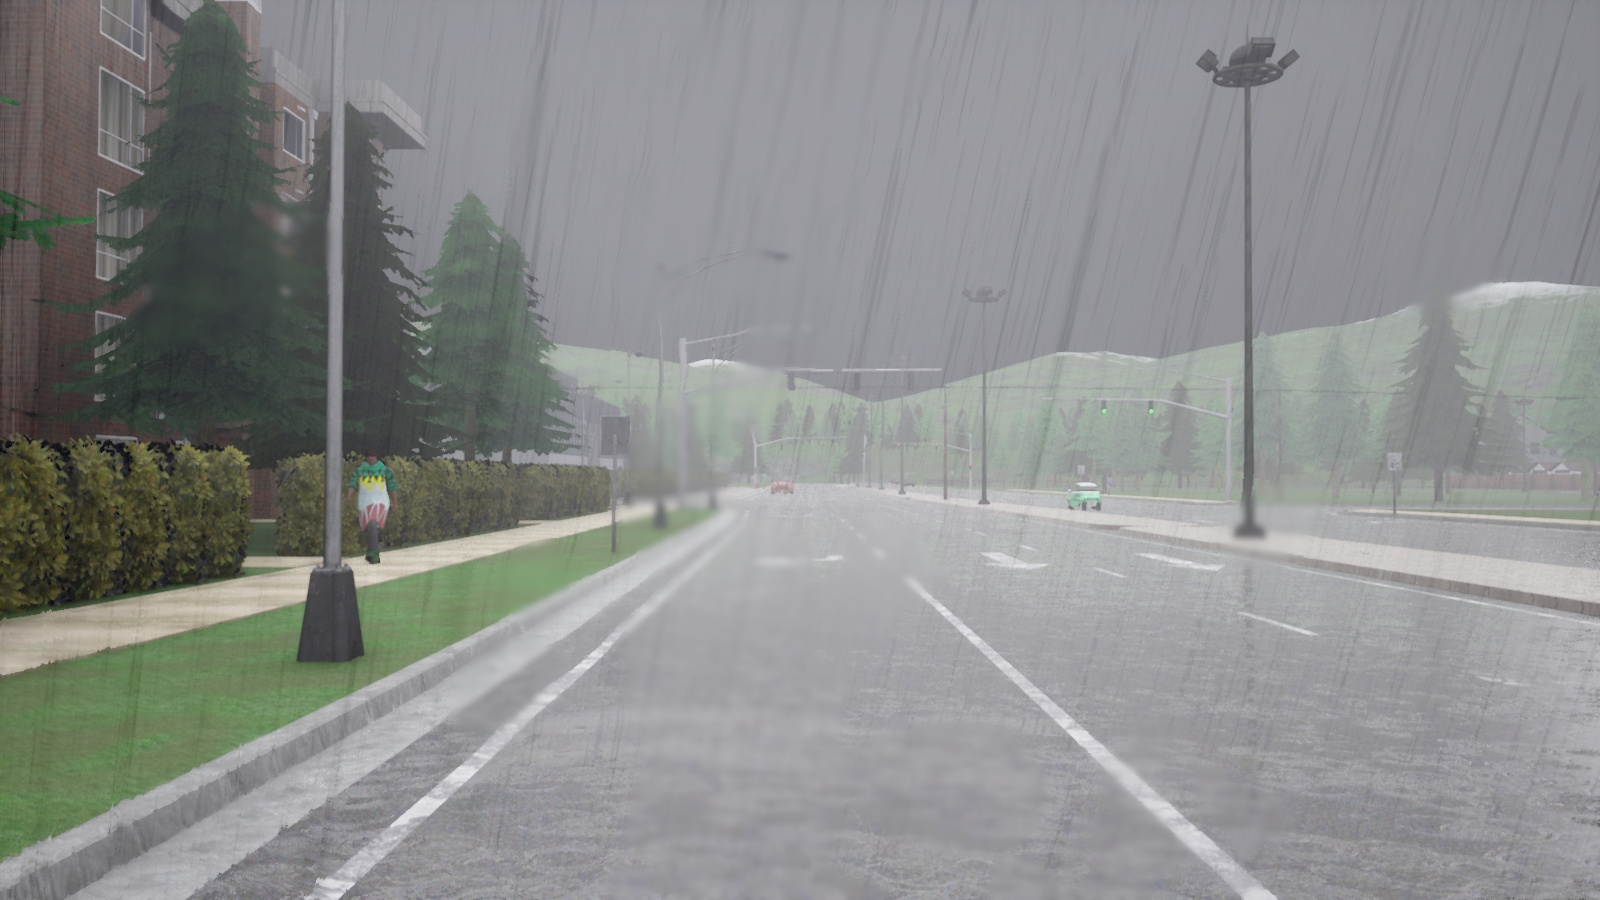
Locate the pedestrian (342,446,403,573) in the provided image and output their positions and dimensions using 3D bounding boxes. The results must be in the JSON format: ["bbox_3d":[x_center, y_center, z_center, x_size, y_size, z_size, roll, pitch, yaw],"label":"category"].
[{"bbox_3d":[-6.704,0.923,19.710,0.659,1.952,0.873,0,-1,0],"label":"pedestrian"}]

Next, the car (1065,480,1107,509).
[{"bbox_3d":[14.243,2.198,62.560,1.481,1.376,2.207,0,-1,-3],"label":"car"}]
